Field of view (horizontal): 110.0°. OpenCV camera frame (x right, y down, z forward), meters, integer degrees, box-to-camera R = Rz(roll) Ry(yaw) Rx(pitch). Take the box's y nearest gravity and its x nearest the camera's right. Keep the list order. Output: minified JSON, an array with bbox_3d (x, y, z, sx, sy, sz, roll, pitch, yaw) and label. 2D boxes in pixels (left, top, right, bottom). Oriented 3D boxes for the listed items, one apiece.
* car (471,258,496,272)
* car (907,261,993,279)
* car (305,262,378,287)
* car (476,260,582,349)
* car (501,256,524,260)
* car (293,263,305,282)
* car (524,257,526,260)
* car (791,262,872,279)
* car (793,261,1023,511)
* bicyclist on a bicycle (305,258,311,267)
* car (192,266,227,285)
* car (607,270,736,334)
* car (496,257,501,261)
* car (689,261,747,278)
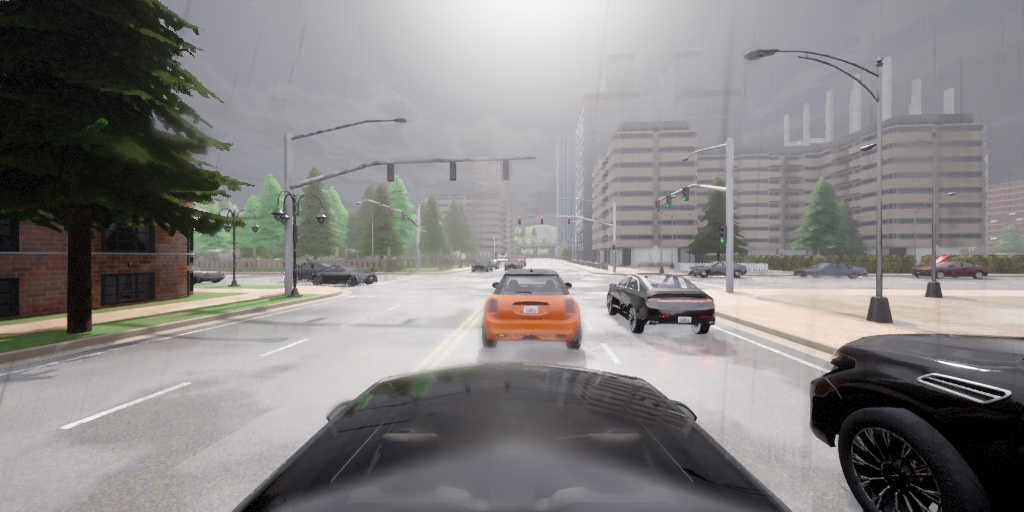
[{"bbox_3d":[-3.759,1.102,45.884,2.097,1.767,4.553,0,0,6],"label":"car"},{"bbox_3d":[38.753,1.228,31.822,5.008,1.535,1.882,0,0,4],"label":"car"},{"bbox_3d":[-11.309,1.314,24.281,4.181,1.385,1.994,0,0,12],"label":"car"},{"bbox_3d":[0.517,1.102,9.368,2.097,1.767,4.553,0,0,3],"label":"car"},{"bbox_3d":[0.135,1.102,50.056,2.097,1.767,4.553,0,0,4],"label":"car"},{"bbox_3d":[-15.209,1.254,28.501,4.892,1.490,1.837,0,0,4],"label":"car"},{"bbox_3d":[0.781,1.314,58.652,1.994,1.385,4.181,0,0,5],"label":"car"},{"bbox_3d":[28.850,1.297,32.544,5.357,1.411,2.033,0,0,4],"label":"car"},{"bbox_3d":[3.708,0.971,0.759,2.150,2.045,5.566,0,0,0],"label":"car"},{"bbox_3d":[-22.758,1.051,40.054,0.582,1.620,1.656,0,0,4],"label":"bicyclist on a bicycle"},{"bbox_3d":[-23.268,1.351,25.580,4.718,1.301,1.895,0,0,4],"label":"car"},{"bbox_3d":[4.092,1.241,10.596,2.128,1.511,4.902,0,0,4],"label":"car"},{"bbox_3d":[-3.024,1.241,54.804,2.128,1.511,4.902,0,0,4],"label":"car"},{"bbox_3d":[19.002,1.241,33.254,4.902,1.511,2.128,0,0,4],"label":"car"}]
